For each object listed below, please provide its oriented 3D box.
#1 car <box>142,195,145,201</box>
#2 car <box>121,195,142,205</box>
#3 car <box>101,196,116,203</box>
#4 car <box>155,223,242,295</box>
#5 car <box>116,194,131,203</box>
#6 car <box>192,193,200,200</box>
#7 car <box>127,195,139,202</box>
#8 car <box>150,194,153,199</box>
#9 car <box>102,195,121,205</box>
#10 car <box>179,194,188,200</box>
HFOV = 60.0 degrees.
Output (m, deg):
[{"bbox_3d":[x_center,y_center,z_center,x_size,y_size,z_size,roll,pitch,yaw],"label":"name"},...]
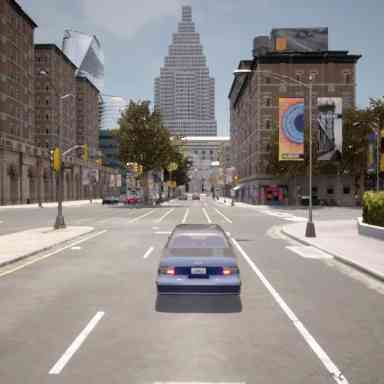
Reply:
[{"bbox_3d":[-10.658,1.500,69.556,1.837,1.490,4.892,0,0,1],"label":"car"},{"bbox_3d":[-10.848,1.478,59.760,1.882,1.535,5.008,0,0,1],"label":"car"},{"bbox_3d":[-17.406,1.595,69.730,1.895,1.301,4.718,0,0,1],"label":"car"},{"bbox_3d":[0.169,1.547,8.841,2.033,1.411,5.357,0,0,1],"label":"car"},{"bbox_3d":[-14.169,1.355,68.684,2.097,1.767,4.553,0,0,1],"label":"car"},{"bbox_3d":[1.095,1.350,89.921,2.097,1.767,4.553,0,0,1],"label":"car"},{"bbox_3d":[-14.044,1.478,78.783,1.882,1.535,5.008,0,0,1],"label":"car"},{"bbox_3d":[-10.534,1.355,79.545,2.097,1.767,4.553,0,0,1],"label":"car"},{"bbox_3d":[-14.367,1.601,58.578,1.895,1.301,4.718,0,0,1],"label":"car"},{"bbox_3d":[-2.410,1.540,89.562,2.033,1.411,5.357,0,0,1],"label":"car"}]
